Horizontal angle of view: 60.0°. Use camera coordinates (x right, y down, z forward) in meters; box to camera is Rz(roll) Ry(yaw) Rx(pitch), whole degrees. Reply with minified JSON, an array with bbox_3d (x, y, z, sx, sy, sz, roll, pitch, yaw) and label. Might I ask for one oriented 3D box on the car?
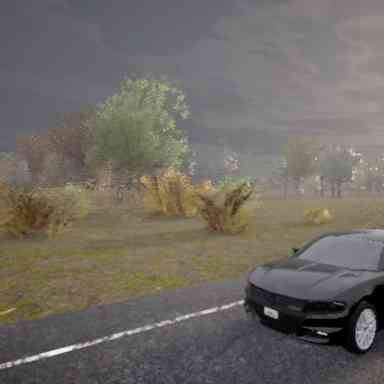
[{"bbox_3d":[3.172,1.464,6.255,5.008,1.535,1.882,0,0,-36],"label":"car"}]
